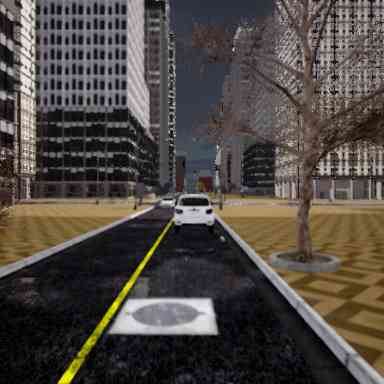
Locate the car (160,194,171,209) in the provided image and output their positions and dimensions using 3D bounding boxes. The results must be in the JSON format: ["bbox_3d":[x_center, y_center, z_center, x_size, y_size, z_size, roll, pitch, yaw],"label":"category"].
[{"bbox_3d":[-2.984,1.365,42.138,1.812,1.442,4.674,0,0,0],"label":"car"}]

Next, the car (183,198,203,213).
[{"bbox_3d":[0.108,1.402,35.875,2.033,1.411,5.357,0,0,0],"label":"car"}]

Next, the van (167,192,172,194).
[{"bbox_3d":[-5.742,0.976,88.042,1.690,1.788,3.998,0,0,0],"label":"van"}]

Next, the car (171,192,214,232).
[{"bbox_3d":[0.101,1.143,19.672,2.150,2.045,5.566,0,0,0],"label":"car"}]

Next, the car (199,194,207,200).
[{"bbox_3d":[2.639,1.203,82.474,1.887,1.381,4.507,0,0,0],"label":"car"}]

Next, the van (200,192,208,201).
[{"bbox_3d":[2.708,1.022,76.935,1.690,1.788,3.998,0,0,0],"label":"van"}]
